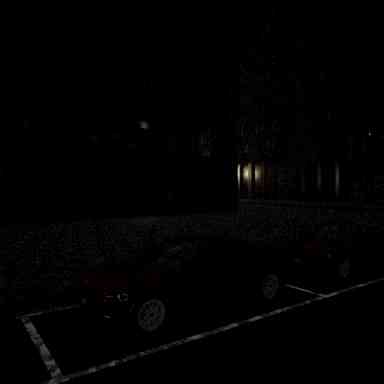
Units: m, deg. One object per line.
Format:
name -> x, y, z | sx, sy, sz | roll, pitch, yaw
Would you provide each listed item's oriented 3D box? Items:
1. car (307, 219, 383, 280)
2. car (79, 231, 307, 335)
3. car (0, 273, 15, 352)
car -> 4.568, 1.546, 9.933 | 4.507, 1.381, 1.887 | 0, 0, -36
car -> 0.073, 1.545, 6.720 | 4.507, 1.381, 1.887 | 0, 0, -36
car -> -4.422, 1.544, 3.507 | 4.507, 1.381, 1.887 | 0, 0, -36
